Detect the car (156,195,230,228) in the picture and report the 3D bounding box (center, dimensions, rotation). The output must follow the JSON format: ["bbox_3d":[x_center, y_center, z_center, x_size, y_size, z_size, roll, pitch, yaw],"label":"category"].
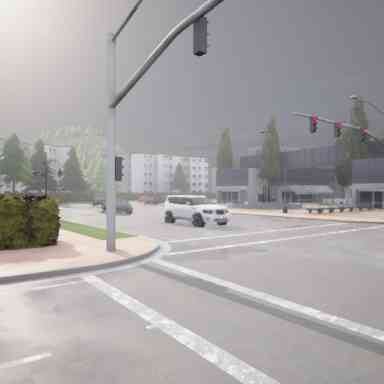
[{"bbox_3d":[0.132,1.222,22.707,2.150,2.045,5.566,0,0,-37],"label":"car"}]

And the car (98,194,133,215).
[{"bbox_3d":[-7.609,1.352,33.568,2.097,1.767,4.553,0,0,-31],"label":"car"}]

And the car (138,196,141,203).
[{"bbox_3d":[-9.314,1.352,68.077,2.097,1.767,4.553,0,0,15],"label":"car"}]

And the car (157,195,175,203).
[{"bbox_3d":[-5.299,1.478,69.547,1.882,1.535,5.008,0,0,20],"label":"car"}]

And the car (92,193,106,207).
[{"bbox_3d":[-14.095,1.223,51.849,2.150,2.045,5.566,0,0,-6],"label":"car"}]

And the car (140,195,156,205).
[{"bbox_3d":[-7.213,1.547,59.082,2.033,1.411,5.357,0,0,3],"label":"car"}]
